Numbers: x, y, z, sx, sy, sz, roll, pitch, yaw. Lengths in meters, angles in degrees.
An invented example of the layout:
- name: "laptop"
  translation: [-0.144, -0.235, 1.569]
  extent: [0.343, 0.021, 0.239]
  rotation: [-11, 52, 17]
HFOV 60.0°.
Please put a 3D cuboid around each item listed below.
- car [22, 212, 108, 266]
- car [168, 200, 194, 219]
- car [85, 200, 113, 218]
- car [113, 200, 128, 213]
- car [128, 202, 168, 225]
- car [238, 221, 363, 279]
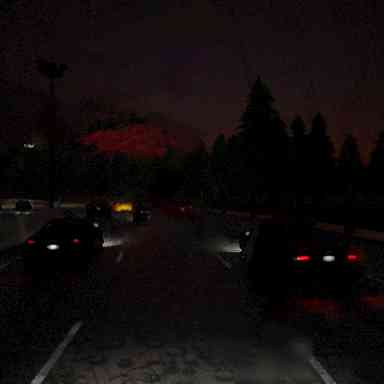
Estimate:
- name: "car"
  translation: [-4.422, 1.635, 11.966]
  extent: [1.994, 1.385, 4.181]
  rotation: [0, 0, -7]
- name: "car"
  translation: [-1.381, 1.521, 30.804]
  extent: [2.097, 1.767, 4.553]
  rotation: [0, 0, -16]
- name: "car"
  translation: [-9.000, 1.535, 31.619]
  extent: [2.097, 1.767, 4.553]
  rotation: [0, 0, -18]
- name: "car"
  translation: [-8.663, 1.709, 40.526]
  extent: [1.882, 1.535, 5.008]
  rotation: [0, 0, -23]
- name: "car"
  translation: [-3.492, 1.632, 25.422]
  extent: [2.128, 1.511, 4.902]
  rotation: [0, -1, -14]
- name: "car"
  translation: [2.901, 1.600, 10.186]
  extent: [2.033, 1.411, 5.357]
  rotation: [0, 0, -6]
